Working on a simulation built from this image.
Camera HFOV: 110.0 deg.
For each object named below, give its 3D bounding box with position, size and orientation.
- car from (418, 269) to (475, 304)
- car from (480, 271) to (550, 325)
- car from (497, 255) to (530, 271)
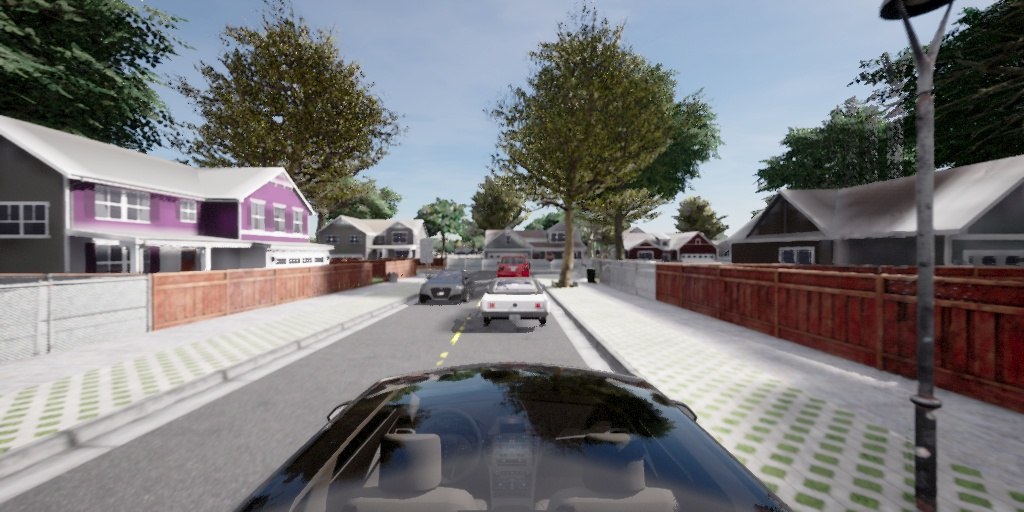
[{"bbox_3d":[-2.829,1.308,16.255,1.994,1.385,4.181,0,0,0],"label":"car"},{"bbox_3d":[0.092,1.348,11.779,1.895,1.301,4.718,0,0,0],"label":"car"},{"bbox_3d":[0.100,0.962,25.356,2.150,2.045,5.566,0,0,0],"label":"car"}]
